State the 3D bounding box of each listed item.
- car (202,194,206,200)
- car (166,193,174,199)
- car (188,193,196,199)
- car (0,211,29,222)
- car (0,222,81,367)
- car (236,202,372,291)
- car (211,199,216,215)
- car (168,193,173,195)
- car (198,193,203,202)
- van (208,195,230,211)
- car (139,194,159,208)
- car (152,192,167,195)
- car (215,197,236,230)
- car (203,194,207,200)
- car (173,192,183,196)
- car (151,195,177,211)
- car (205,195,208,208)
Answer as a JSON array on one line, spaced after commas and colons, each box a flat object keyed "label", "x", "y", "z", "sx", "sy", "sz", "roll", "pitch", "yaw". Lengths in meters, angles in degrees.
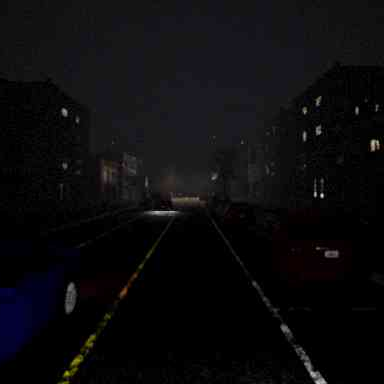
[{"label": "car", "x": 2.711, "y": 1.301, "z": 47.627, "sx": 1.802, "sy": 1.307, "sz": 4.206, "roll": -1, "pitch": 0, "yaw": 0}, {"label": "car", "x": -5.651, "y": 1.032, "z": 86.467, "sx": 1.887, "sy": 1.381, "sz": 4.507, "roll": -1, "pitch": 0, "yaw": 0}, {"label": "car", "x": 0.040, "y": 0.889, "z": 84.208, "sx": 1.812, "sy": 1.442, "sz": 4.674, "roll": 0, "pitch": 0, "yaw": 0}, {"label": "car", "x": -5.689, "y": 1.388, "z": 8.790, "sx": 1.967, "sy": 1.590, "sz": 4.097, "roll": -1, "pitch": 0, "yaw": 0}, {"label": "car", "x": -3.089, "y": 1.451, "z": 4.451, "sx": 1.882, "sy": 1.535, "sz": 5.008, "roll": 0, "pitch": 0, "yaw": 0}, {"label": "car", "x": 2.690, "y": 1.263, "z": 8.788, "sx": 2.192, "sy": 1.841, "sz": 5.009, "roll": -1, "pitch": 0, "yaw": 0}, {"label": "car", "x": 2.701, "y": 1.432, "z": 25.434, "sx": 1.802, "sy": 1.307, "sz": 4.206, "roll": -1, "pitch": 0, "yaw": 0}, {"label": "car", "x": -5.655, "y": 0.961, "z": 80.918, "sx": 1.967, "sy": 1.590, "sz": 4.097, "roll": -1, "pitch": 0, "yaw": 0}, {"label": "car", "x": 2.383, "y": 1.138, "z": 65.551, "sx": 1.812, "sy": 1.442, "sz": 4.674, "roll": 0, "pitch": 0, "yaw": 0}, {"label": "van", "x": 2.701, "y": 1.158, "z": 30.981, "sx": 1.690, "sy": 1.788, "sz": 3.998, "roll": -1, "pitch": 0, "yaw": 0}, {"label": "car", "x": -5.672, "y": 1.303, "z": 42.081, "sx": 2.008, "sy": 1.369, "sz": 4.403, "roll": -1, "pitch": 0, "yaw": 0}, {"label": "car", "x": -5.669, "y": 1.001, "z": 53.176, "sx": 2.192, "sy": 1.841, "sz": 5.009, "roll": -1, "pitch": 0, "yaw": 0}, {"label": "car", "x": 2.696, "y": 1.323, "z": 19.885, "sx": 1.967, "sy": 1.590, "sz": 4.097, "roll": -1, "pitch": 0, "yaw": 0}, {"label": "car", "x": 2.708, "y": 1.334, "z": 42.079, "sx": 1.802, "sy": 1.307, "sz": 4.206, "roll": -1, "pitch": 0, "yaw": 0}, {"label": "car", "x": -2.962, "y": 0.738, "z": 78.678, "sx": 1.812, "sy": 1.442, "sz": 4.674, "roll": 0, "pitch": 0, "yaw": 0}, {"label": "car", "x": -3.075, "y": 1.345, "z": 37.145, "sx": 1.994, "sy": 1.385, "sz": 4.181, "roll": 0, "pitch": 0, "yaw": 0}, {"label": "car", "x": 2.706, "y": 1.329, "z": 36.530, "sx": 1.887, "sy": 1.381, "sz": 4.507, "roll": -1, "pitch": 0, "yaw": 0}]
